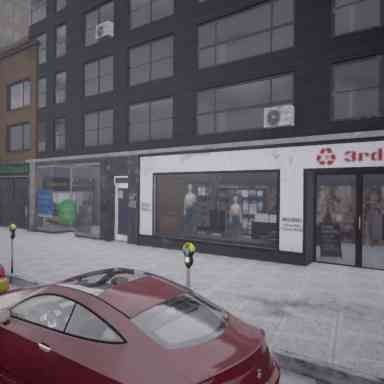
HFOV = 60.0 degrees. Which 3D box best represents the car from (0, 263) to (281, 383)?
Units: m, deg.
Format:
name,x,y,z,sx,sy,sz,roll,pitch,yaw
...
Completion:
name,x,y,z,sx,sy,sz,roll,pitch,yaw
car,-1.115,1.582,3.865,4.206,1.307,1.802,0,1,35
